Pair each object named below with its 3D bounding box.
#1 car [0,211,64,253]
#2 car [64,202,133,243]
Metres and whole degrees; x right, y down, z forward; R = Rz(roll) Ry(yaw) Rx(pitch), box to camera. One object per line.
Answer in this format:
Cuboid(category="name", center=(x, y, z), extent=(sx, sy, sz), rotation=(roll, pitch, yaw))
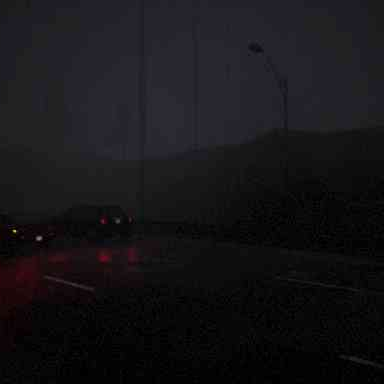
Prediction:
Cuboid(category="car", center=(-7.507, 1.514, 13.600), extent=(4.674, 1.442, 1.812), rotation=(0, 0, 36))
Cuboid(category="car", center=(-5.038, 1.340, 16.135), extent=(4.553, 1.767, 2.097), rotation=(0, 0, 36))
